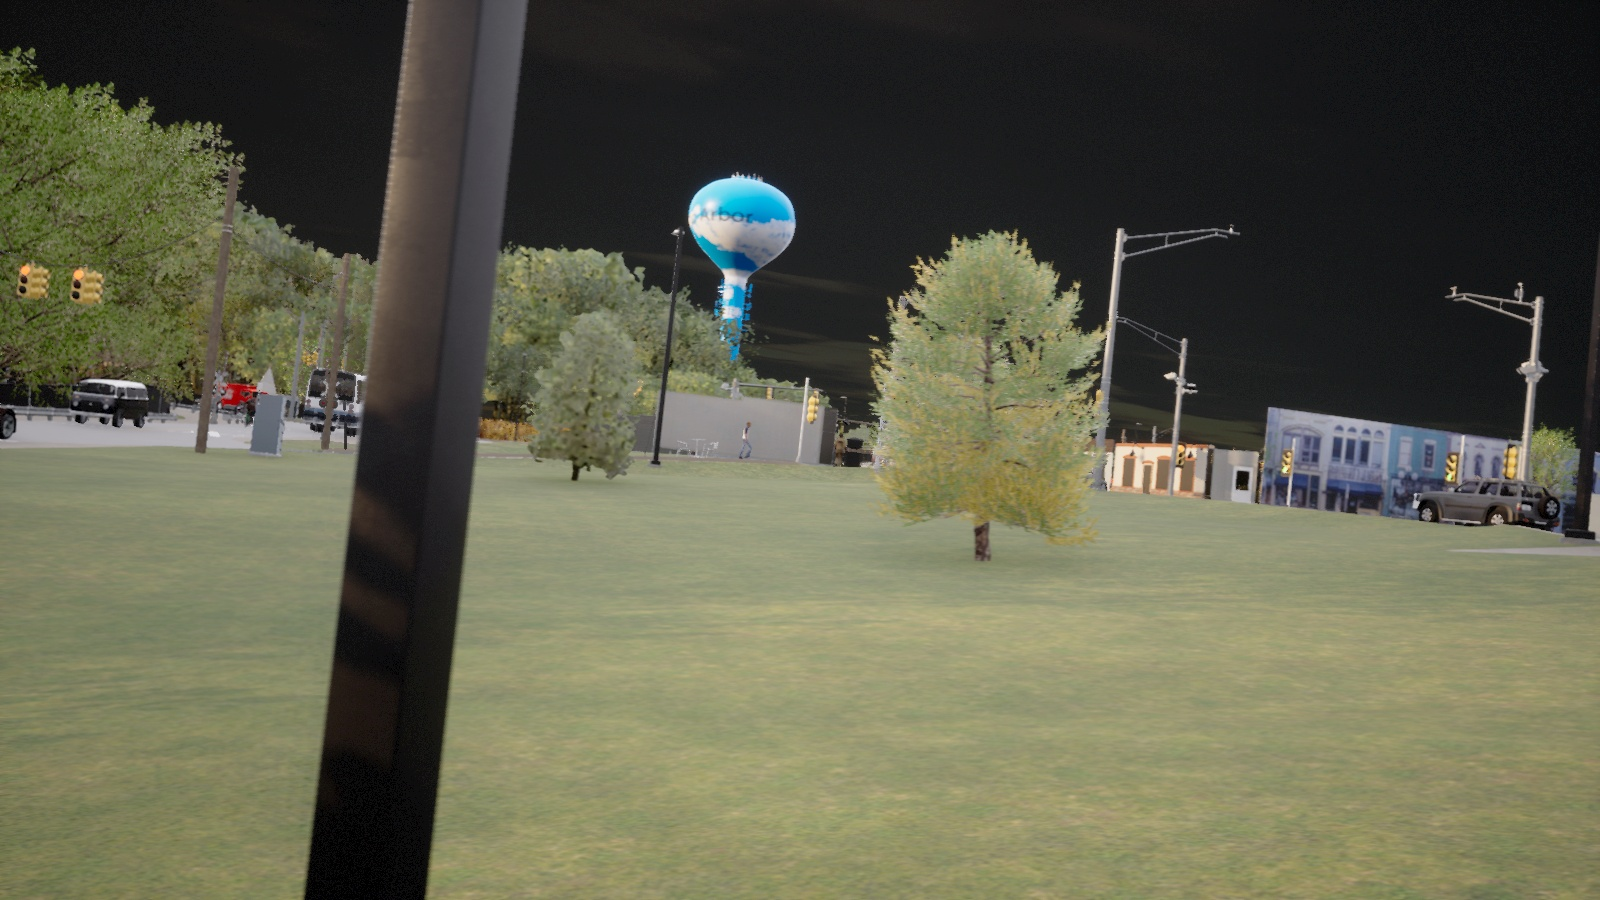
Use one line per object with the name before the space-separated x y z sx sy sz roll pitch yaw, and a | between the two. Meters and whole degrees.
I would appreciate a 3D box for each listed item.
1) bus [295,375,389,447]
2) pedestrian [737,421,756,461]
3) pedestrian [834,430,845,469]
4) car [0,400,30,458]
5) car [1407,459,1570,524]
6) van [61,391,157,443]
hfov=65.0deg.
bus | -31.343 -2.587 86.459 3.944 4.253 10.273 6 0 -10
pedestrian | -2.534 -0.410 59.700 0.706 1.836 0.354 5 -2 -12
pedestrian | 1.993 -0.029 63.360 0.396 1.930 0.692 5 -2 5
car | -23.968 -0.690 35.401 2.033 1.649 4.856 5 0 -9
car | 23.247 1.360 42.644 1.932 1.855 4.605 6 -1 -20
van | -30.318 -1.426 55.267 2.069 2.038 4.480 5 0 -8
